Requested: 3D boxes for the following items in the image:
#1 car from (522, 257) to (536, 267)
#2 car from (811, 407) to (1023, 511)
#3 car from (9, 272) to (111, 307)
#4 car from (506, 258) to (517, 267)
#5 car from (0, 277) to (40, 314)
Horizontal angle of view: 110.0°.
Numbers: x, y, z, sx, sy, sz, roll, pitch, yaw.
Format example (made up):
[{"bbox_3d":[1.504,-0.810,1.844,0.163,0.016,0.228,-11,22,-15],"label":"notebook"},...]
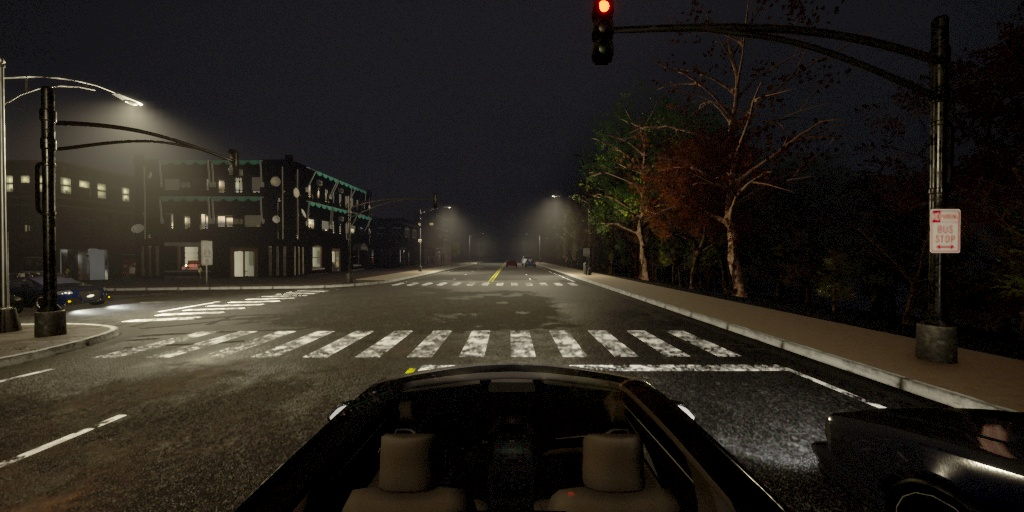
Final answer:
[{"bbox_3d":[3.202,1.274,63.173,2.033,1.411,5.357,0,0,0],"label":"car"},{"bbox_3d":[3.354,1.298,0.392,2.033,1.411,5.357,0,0,0],"label":"car"},{"bbox_3d":[-19.866,1.534,15.202,4.181,1.385,1.994,-1,1,0],"label":"car"},{"bbox_3d":[-0.051,1.204,63.140,1.882,1.535,5.008,0,0,0],"label":"car"},{"bbox_3d":[-19.973,1.565,12.496,4.313,1.339,1.948,0,0,0],"label":"car"}]
